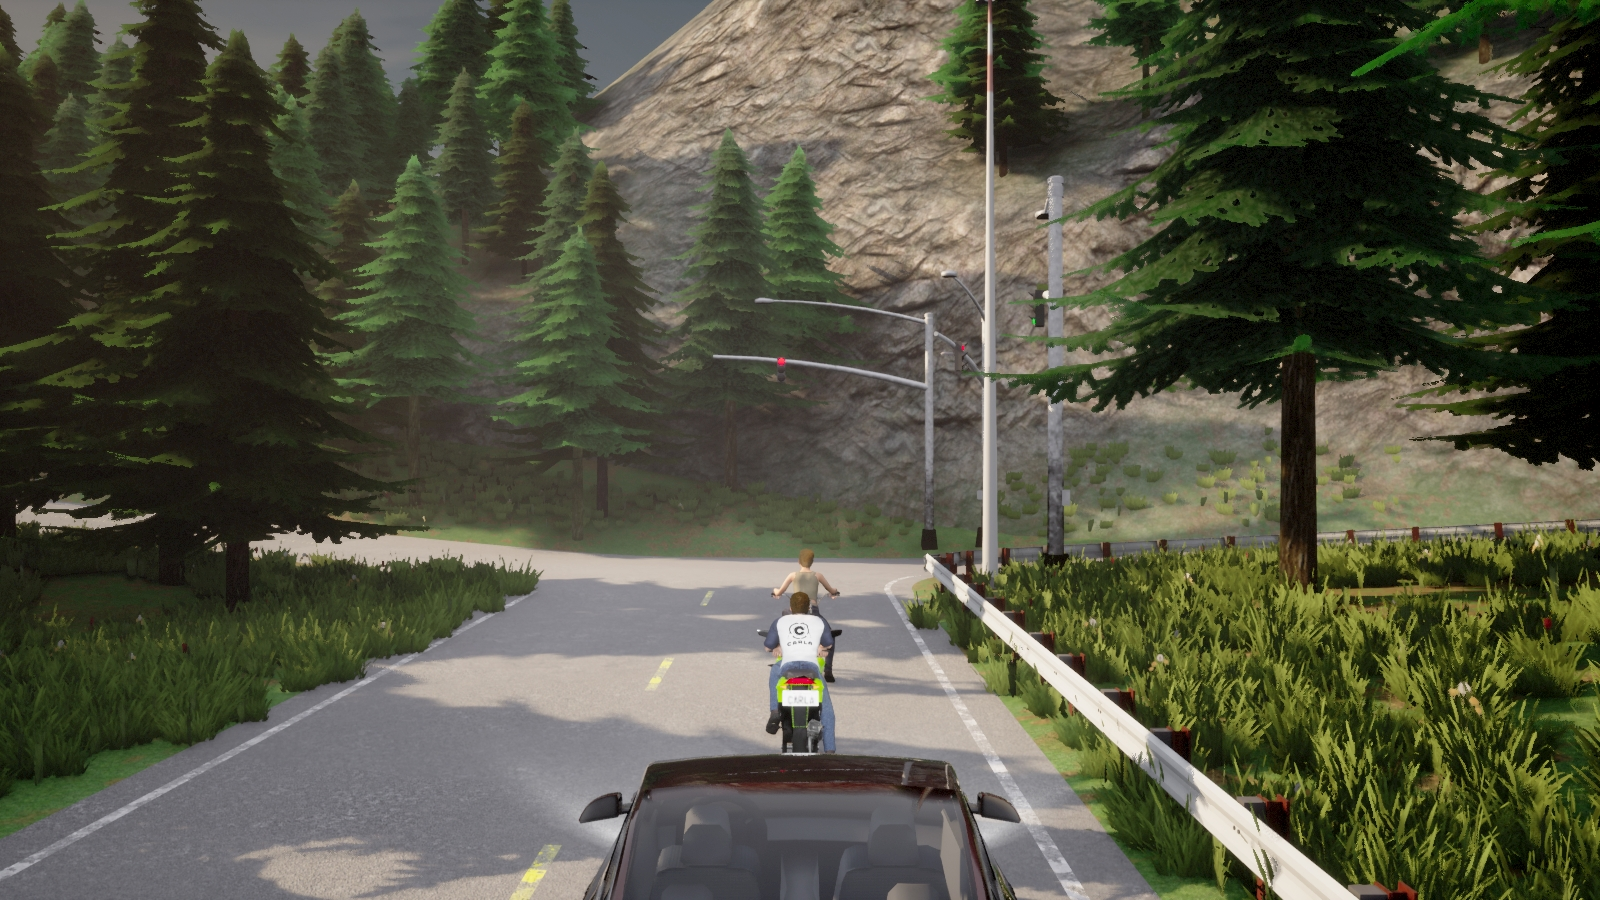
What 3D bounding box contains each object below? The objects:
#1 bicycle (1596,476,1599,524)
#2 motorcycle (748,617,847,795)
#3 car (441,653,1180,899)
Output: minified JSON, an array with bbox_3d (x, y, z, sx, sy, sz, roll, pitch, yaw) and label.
[{"bbox_3d":[21.727,1.355,29.474,1.835,1.471,0.329,-5,-2,26],"label":"bicycle"},{"bbox_3d":[-0.020,2.213,10.238,0.803,1.145,2.033,0,0,0],"label":"motorcycle"},{"bbox_3d":[0.029,2.063,5.012,2.163,1.488,4.792,0,0,0],"label":"car"}]
